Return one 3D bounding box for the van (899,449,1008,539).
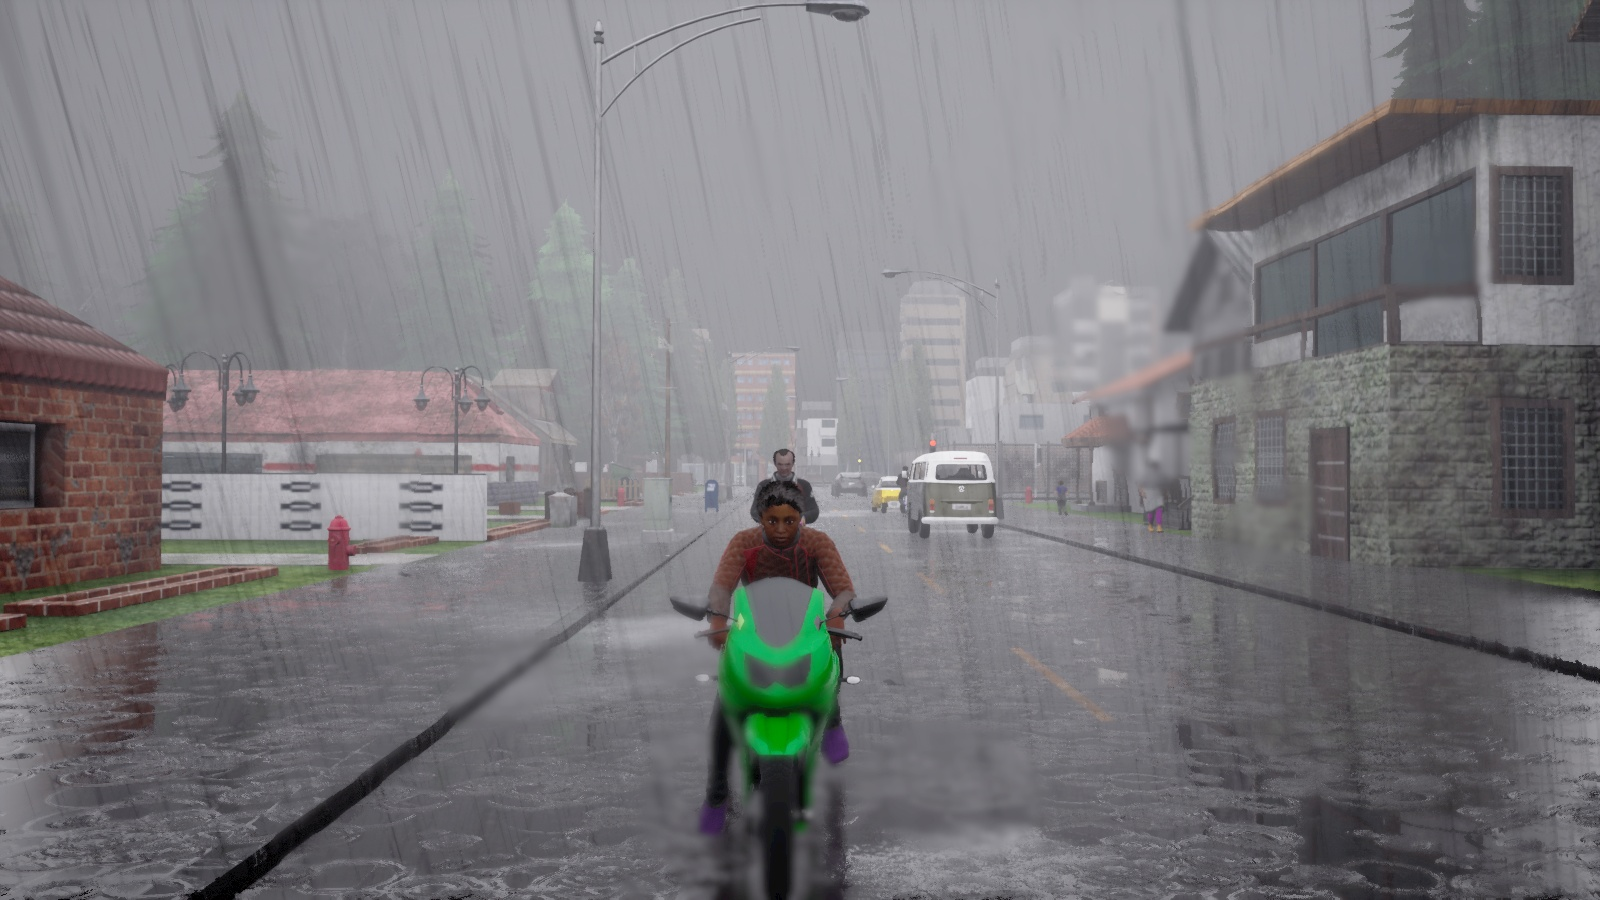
[{"bbox_3d":[3.661,1.038,30.706,2.069,2.038,4.480,0,-1,-1],"label":"van"}]

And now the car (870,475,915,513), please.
[{"bbox_3d":[3.493,1.654,47.662,1.481,1.376,2.207,0,-1,-1],"label":"car"}]

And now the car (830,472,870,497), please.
[{"bbox_3d":[3.082,2.122,78.813,2.163,1.488,4.792,0,-1,-2],"label":"car"}]

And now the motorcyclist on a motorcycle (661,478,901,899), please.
[{"bbox_3d":[-0.075,0.884,5.210,0.797,1.523,2.044,0,-1,-1],"label":"motorcyclist on a motorcycle"}]

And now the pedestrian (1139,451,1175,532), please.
[{"bbox_3d":[8.665,1.001,30.537,0.659,1.952,0.873,0,-1,4],"label":"pedestrian"}]

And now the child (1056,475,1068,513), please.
[{"bbox_3d":[8.770,1.473,42.037,0.270,1.263,0.437,0,-1,-1],"label":"child"}]
